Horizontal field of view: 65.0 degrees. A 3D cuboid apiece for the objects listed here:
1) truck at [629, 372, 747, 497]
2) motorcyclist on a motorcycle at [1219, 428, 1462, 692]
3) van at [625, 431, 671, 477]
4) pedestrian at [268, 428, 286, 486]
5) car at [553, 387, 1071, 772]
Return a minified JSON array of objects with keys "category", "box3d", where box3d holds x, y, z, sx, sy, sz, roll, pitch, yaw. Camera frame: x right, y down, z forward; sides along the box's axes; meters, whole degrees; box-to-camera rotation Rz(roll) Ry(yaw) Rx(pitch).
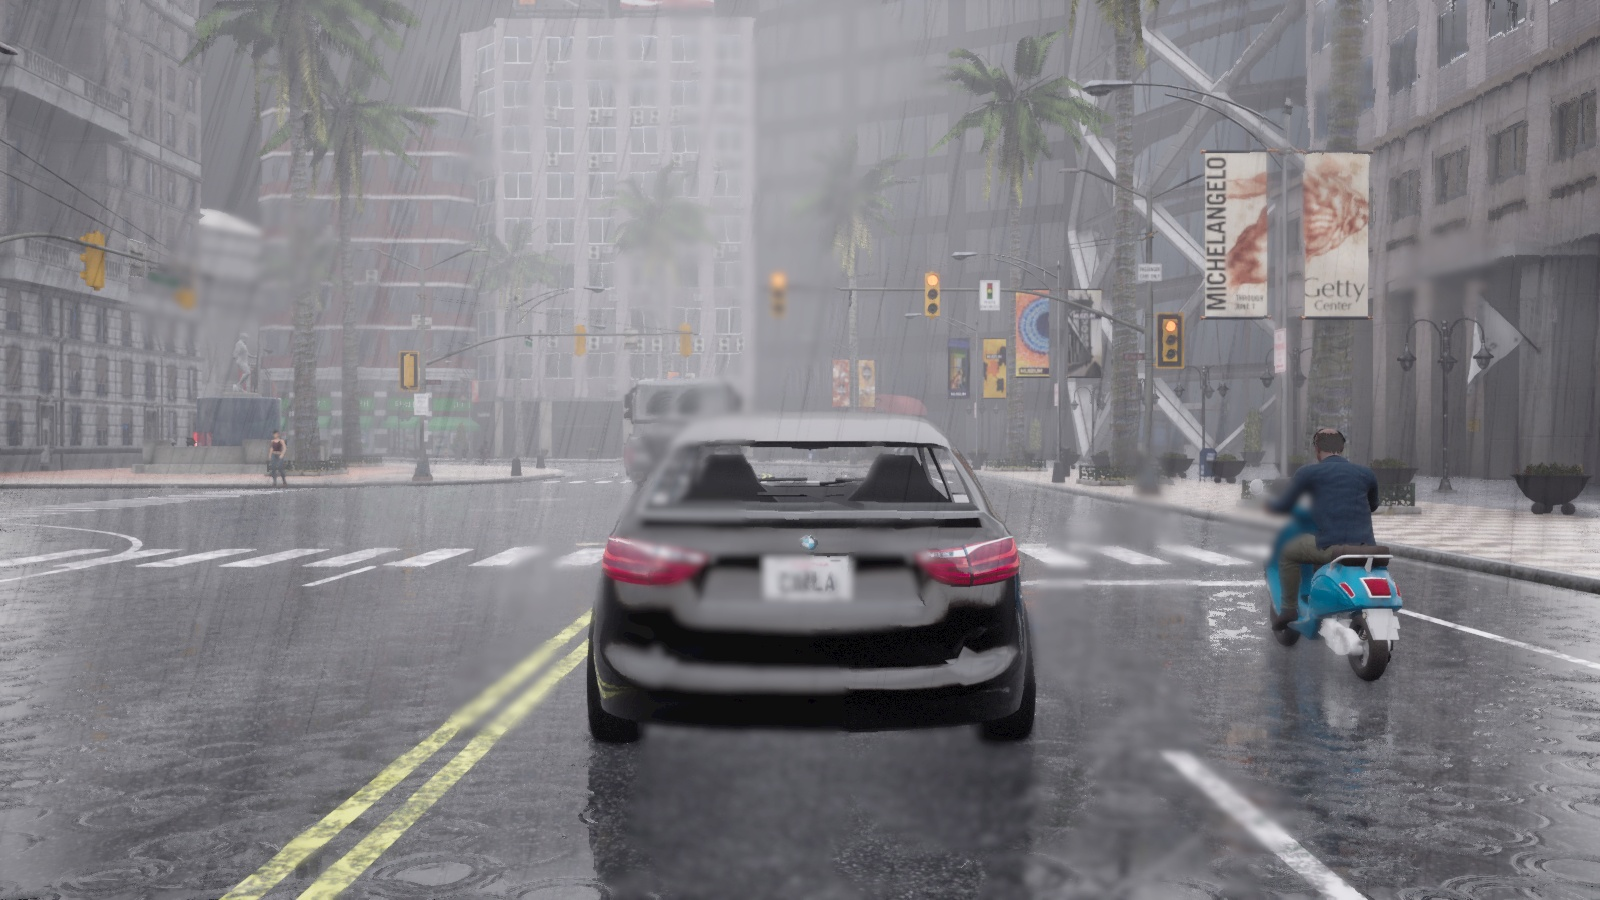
[{"category":"truck","box3d":[-3.275,-0.457,38.855,2.891,3.462,7.936,0,0,0]},{"category":"motorcyclist on a motorcycle","box3d":[3.552,0.655,8.461,0.866,1.590,1.817,0,0,1]},{"category":"van","box3d":[-6.789,0.175,56.416,1.775,1.987,4.442,0,0,-3]},{"category":"pedestrian","box3d":[-16.814,0.215,40.360,0.345,1.836,0.594,0,0,-1]},{"category":"car","box3d":[0.062,0.547,7.745,2.242,1.667,4.611,0,0,0]}]
